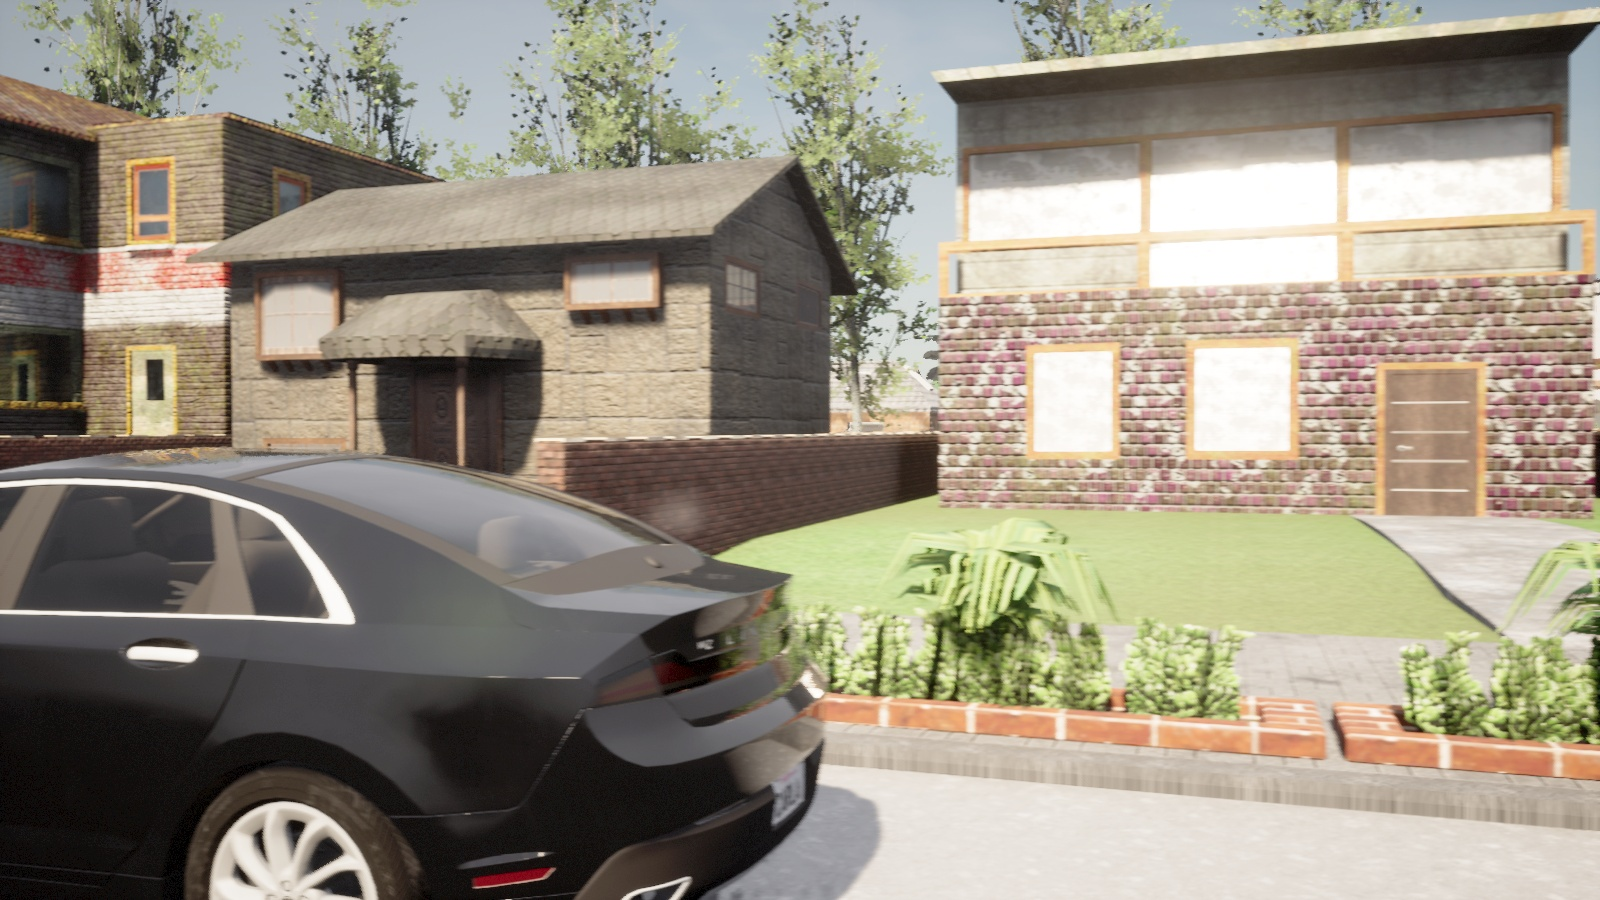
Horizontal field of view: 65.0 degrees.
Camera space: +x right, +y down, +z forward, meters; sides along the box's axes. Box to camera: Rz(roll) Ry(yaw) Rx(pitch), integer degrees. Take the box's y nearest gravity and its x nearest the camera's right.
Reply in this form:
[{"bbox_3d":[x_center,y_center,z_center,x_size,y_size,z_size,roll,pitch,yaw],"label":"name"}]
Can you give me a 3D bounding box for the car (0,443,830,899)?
[{"bbox_3d":[-2.504,0.743,4.563,4.892,1.490,1.837,1,1,19],"label":"car"}]
